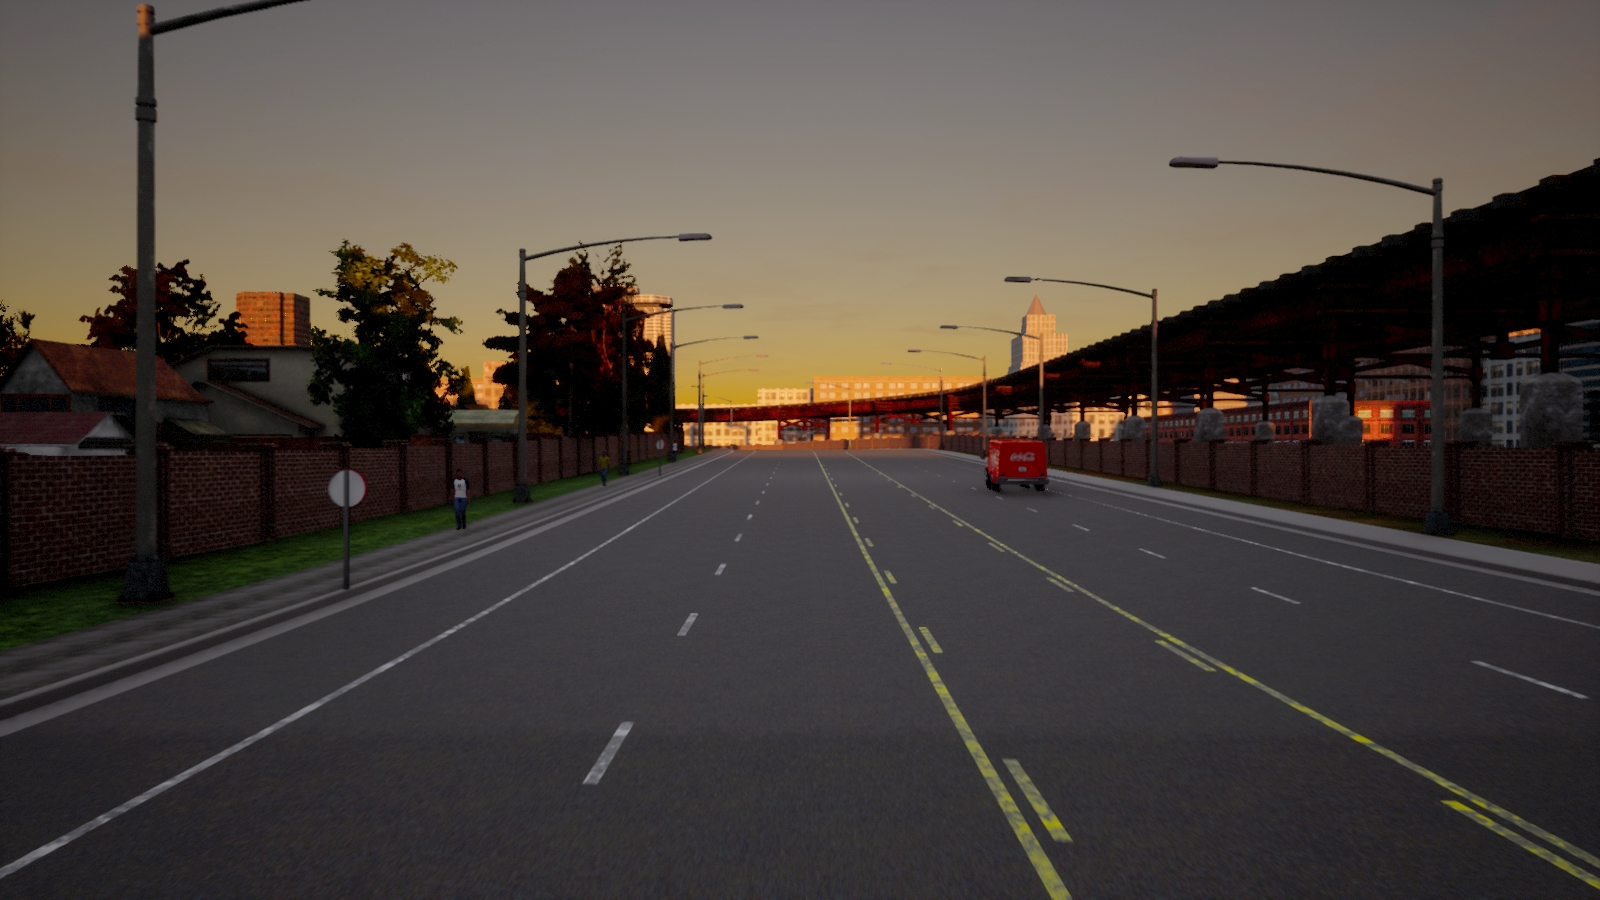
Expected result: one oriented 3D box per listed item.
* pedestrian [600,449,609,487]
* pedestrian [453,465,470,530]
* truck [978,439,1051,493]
[{"bbox_3d":[-9.621,0.864,56.253,0.375,1.860,0.375,0,0,-1],"label":"pedestrian"},{"bbox_3d":[-9.846,1.376,33.224,0.375,1.860,0.375,0,0,-2],"label":"pedestrian"},{"bbox_3d":[10.508,0.735,56.442,2.627,2.467,5.204,0,1,0],"label":"truck"}]
